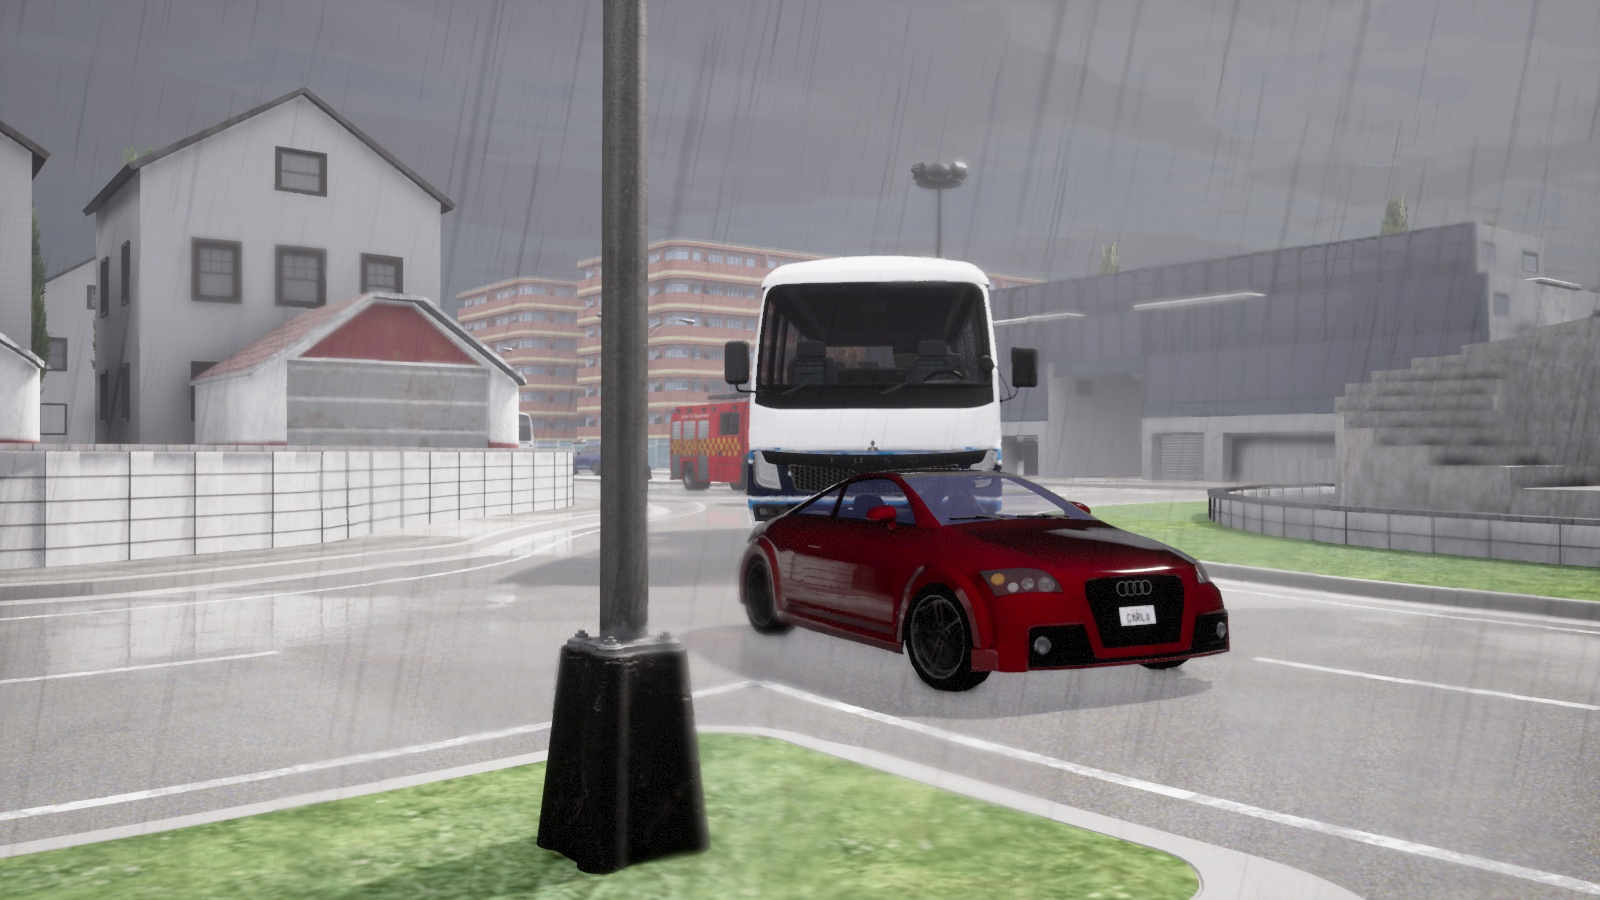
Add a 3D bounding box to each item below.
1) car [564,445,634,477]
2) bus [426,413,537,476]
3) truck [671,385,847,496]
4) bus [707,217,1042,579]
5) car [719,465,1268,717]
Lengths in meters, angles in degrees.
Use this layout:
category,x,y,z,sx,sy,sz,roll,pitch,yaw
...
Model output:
category,x,y,z,sx,sy,sz,roll,pitch,yaw
car,-13.256,0.694,82.640,2.150,2.045,5.566,0,0,-37
bus,-22.814,-0.365,89.381,3.944,4.253,10.273,0,0,-37
truck,-1.754,-0.299,47.618,2.891,3.827,8.468,0,0,-31
bus,1.287,-0.585,20.012,3.944,4.253,10.273,0,0,5
car,1.153,0.829,9.457,1.994,1.385,4.181,0,0,-28
